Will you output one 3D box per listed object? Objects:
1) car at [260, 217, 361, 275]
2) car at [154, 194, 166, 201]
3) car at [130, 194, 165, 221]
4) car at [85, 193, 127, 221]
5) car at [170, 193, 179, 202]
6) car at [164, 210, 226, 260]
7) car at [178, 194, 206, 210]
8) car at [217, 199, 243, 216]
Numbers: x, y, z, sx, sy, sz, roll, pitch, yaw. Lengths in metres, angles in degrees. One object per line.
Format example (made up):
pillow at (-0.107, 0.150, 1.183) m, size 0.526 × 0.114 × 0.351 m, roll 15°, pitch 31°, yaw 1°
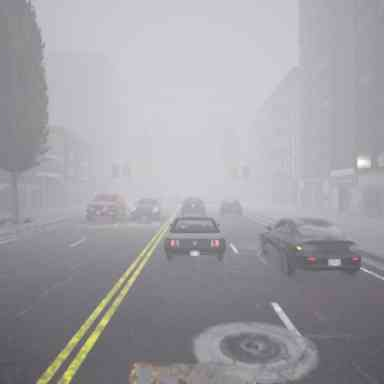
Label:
car at (3.337, 1.473, 10.099) m, size 1.812 × 1.442 × 4.674 m, roll 0°, pitch 0°, yaw 0°
car at (-6.510, 1.159, 67.511) m, size 1.994 × 1.385 × 4.181 m, roll 0°, pitch 0°, yaw 0°
car at (-3.351, 1.215, 25.526) m, size 2.097 × 1.767 × 4.553 m, roll 0°, pitch 0°, yaw 0°
car at (-6.602, 1.081, 26.189) m, size 2.150 × 2.045 × 5.566 m, roll 0°, pitch 0°, yaw 0°
car at (-3.262, 0.968, 66.800) m, size 2.097 × 1.767 × 4.553 m, roll 0°, pitch 0°, yaw 0°
car at (0.092, 1.537, 12.146) m, size 1.895 × 1.301 × 4.718 m, roll 0°, pitch 0°, yaw 0°
car at (0.099, 1.191, 29.651) m, size 2.097 × 1.767 × 4.553 m, roll 0°, pitch 0°, yaw 0°
car at (3.348, 1.329, 29.877) m, size 2.128 × 1.511 × 4.902 m, roll 0°, pitch 0°, yaw 0°
